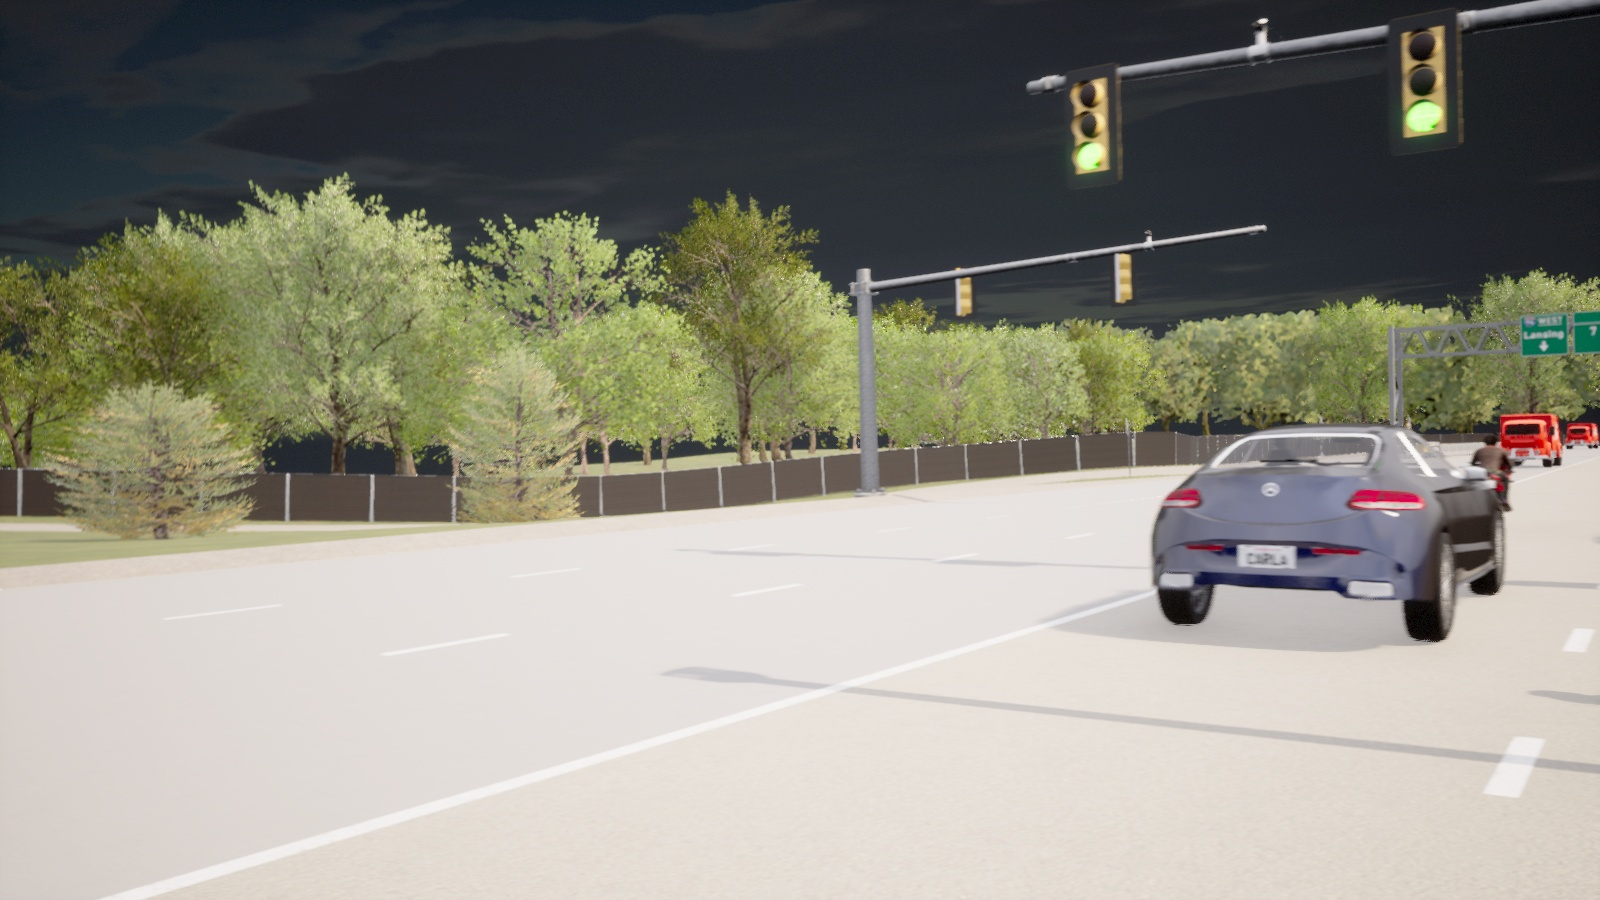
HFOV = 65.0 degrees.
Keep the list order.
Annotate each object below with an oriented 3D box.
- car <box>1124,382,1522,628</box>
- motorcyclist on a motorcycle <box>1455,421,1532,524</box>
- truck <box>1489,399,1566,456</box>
[{"bbox_3d":[4.847,0.349,11.094,2.152,1.651,5.027,-2,0,35],"label":"car"},{"bbox_3d":[10.866,0.320,19.648,0.797,1.523,2.044,-2,0,35],"label":"motorcyclist on a motorcycle"},{"bbox_3d":[34.154,-1.065,58.893,2.627,2.467,5.204,-2,0,35],"label":"truck"}]
